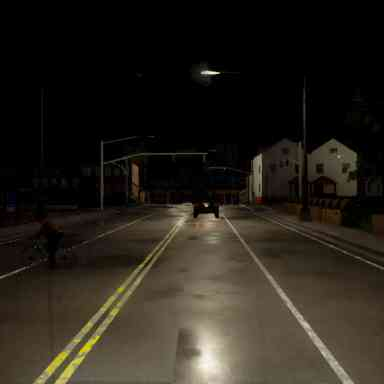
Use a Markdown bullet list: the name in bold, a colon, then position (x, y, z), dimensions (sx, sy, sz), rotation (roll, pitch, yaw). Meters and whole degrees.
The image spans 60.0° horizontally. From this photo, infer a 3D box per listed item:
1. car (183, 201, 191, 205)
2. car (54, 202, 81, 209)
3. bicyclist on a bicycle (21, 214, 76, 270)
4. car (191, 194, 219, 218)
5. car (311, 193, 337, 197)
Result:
- **car**: position (-0.831, 2.597, 66.402), dimensions (1.812, 1.442, 4.674), rotation (0, -9, 3)
- **car**: position (-18.068, 2.053, 47.338), dimensions (4.181, 1.385, 1.994), rotation (-4, 0, 2)
- **bicyclist on a bicycle**: position (-4.201, 1.455, 9.670), dimensions (1.656, 1.620, 0.582), rotation (-2, 0, 2)
- **car**: position (1.285, 1.221, 30.007), dimensions (2.150, 2.045, 5.566), rotation (0, 0, 2)
- **car**: position (19.184, 1.221, 49.990), dimensions (5.566, 2.045, 2.150), rotation (0, 0, 2)
